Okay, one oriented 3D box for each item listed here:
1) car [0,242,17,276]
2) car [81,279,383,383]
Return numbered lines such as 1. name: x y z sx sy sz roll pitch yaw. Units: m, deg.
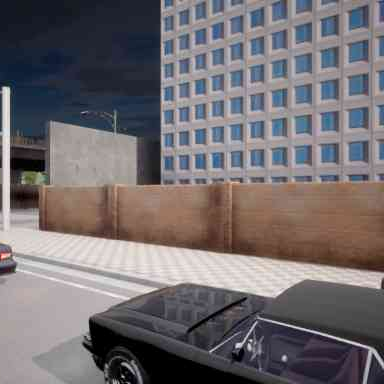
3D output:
1. car: -6.747 1.547 8.804 5.357 1.411 2.033 0 0 36
2. car: 1.059 1.601 3.229 4.718 1.301 1.895 0 0 36
